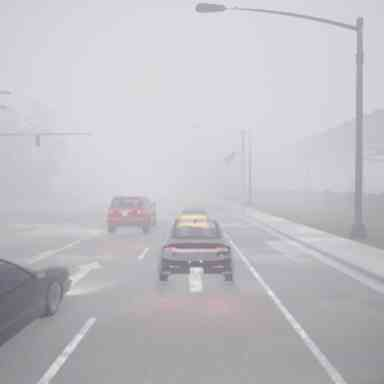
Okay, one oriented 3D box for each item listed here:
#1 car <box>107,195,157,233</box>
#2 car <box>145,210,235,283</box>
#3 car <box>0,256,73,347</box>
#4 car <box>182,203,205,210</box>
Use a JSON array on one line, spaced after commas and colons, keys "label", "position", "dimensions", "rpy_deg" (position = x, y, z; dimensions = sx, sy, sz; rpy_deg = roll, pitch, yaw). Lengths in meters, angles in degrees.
[{"label": "car", "position": [-3.401, 1.195, 19.575], "dimensions": [2.150, 2.045, 5.566], "rpy_deg": [0, 0, 0]}, {"label": "car", "position": [0.099, 1.500, 9.713], "dimensions": [2.128, 1.511, 4.902], "rpy_deg": [0, 0, 0]}, {"label": "car", "position": [-3.407, 1.556, 4.389], "dimensions": [2.033, 1.411, 5.357], "rpy_deg": [0, 0, 1]}, {"label": "car", "position": [0.099, 1.432, 19.856], "dimensions": [1.801, 1.575, 5.366], "rpy_deg": [0, 0, 0]}]
